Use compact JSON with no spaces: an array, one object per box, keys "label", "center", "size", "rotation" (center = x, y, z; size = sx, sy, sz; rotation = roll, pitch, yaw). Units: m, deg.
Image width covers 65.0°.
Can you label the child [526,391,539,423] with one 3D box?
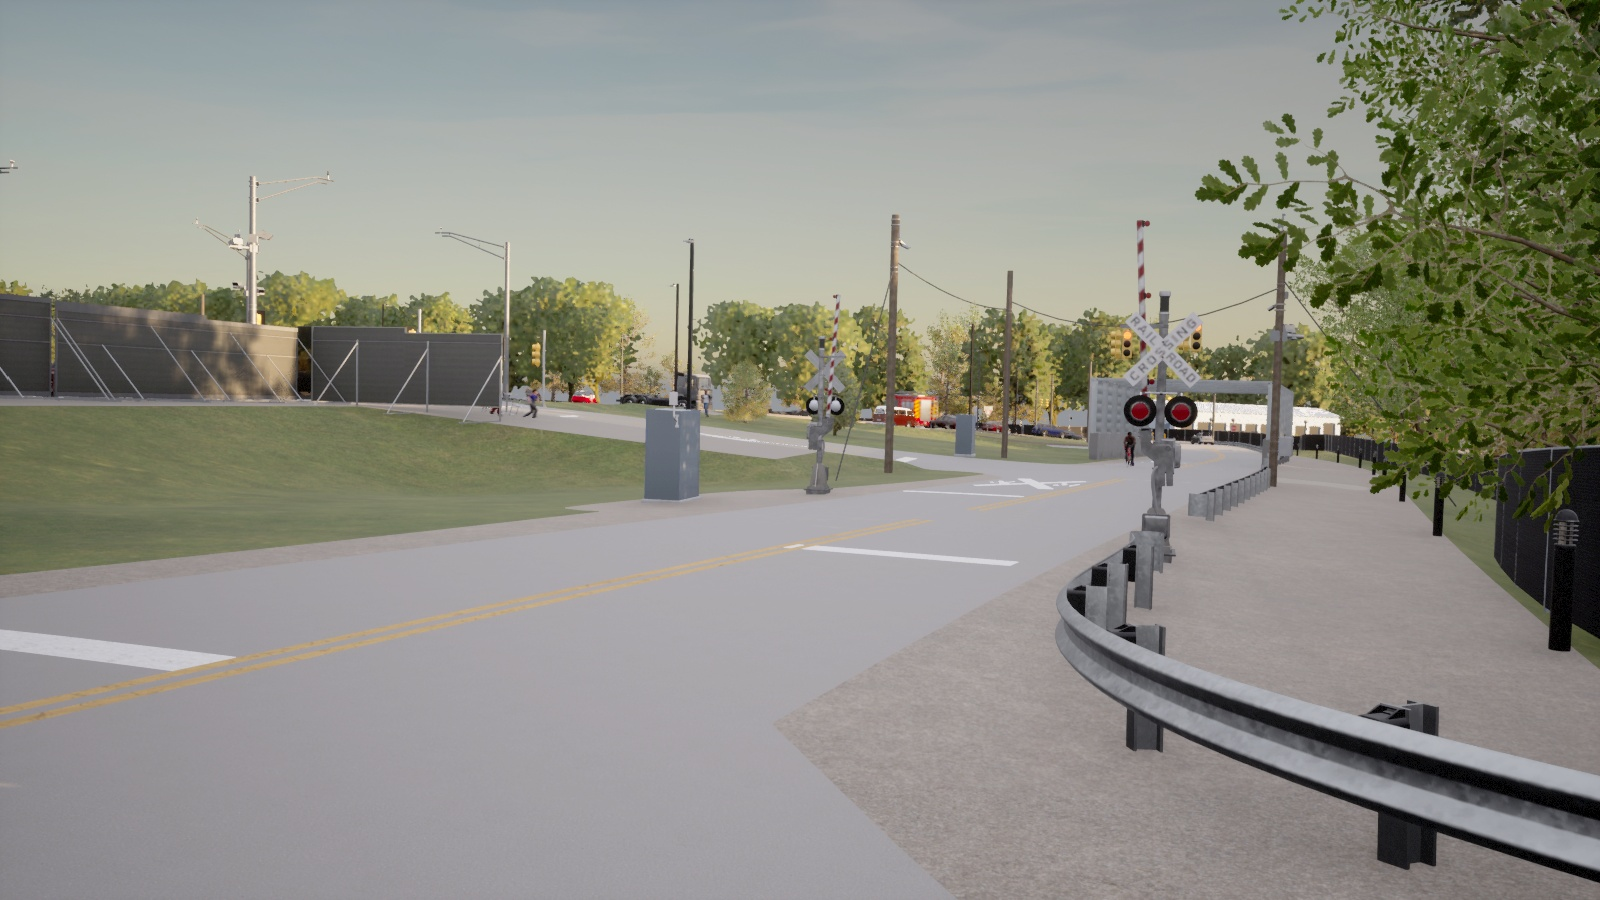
[{"label":"child","center":[-10.612,-1.703,49.832],"size":[0.437,1.263,0.270],"rotation":[1,3,5]}]
